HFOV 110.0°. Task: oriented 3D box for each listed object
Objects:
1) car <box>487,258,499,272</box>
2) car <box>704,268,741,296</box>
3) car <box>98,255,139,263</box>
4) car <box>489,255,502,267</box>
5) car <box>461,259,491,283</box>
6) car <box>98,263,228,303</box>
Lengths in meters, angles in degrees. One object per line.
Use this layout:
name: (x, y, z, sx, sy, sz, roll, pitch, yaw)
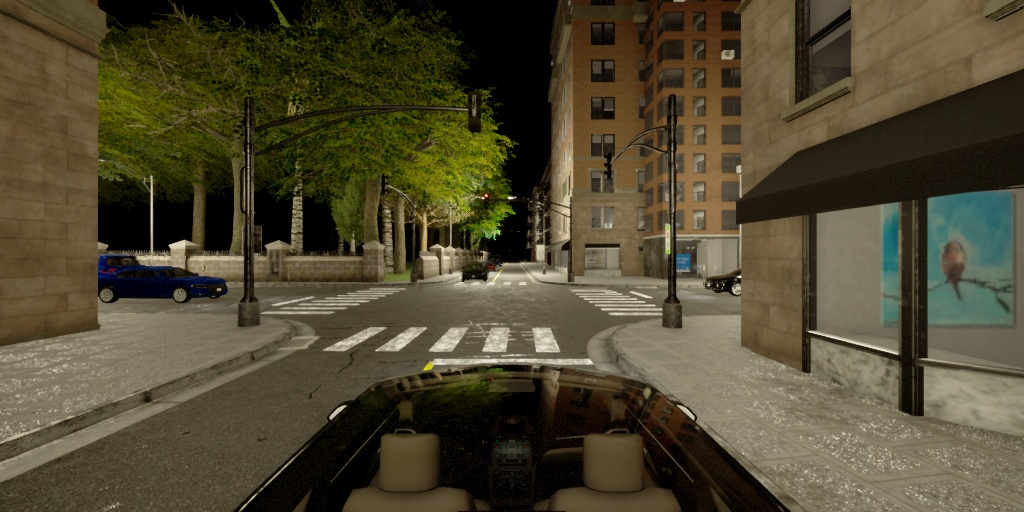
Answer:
car: (-3.040, 1.272, 44.583, 1.994, 1.385, 4.181, 0, 0, 0)
car: (12.689, 1.271, 18.705, 4.892, 1.490, 1.837, 0, 0, 1)
car: (-22.990, 0.947, 19.146, 5.566, 2.045, 2.150, 0, 0, 1)
car: (-2.977, 0.897, 61.858, 2.150, 2.045, 5.566, 0, 0, 0)
car: (-2.891, 1.215, 28.456, 1.882, 1.535, 5.008, 0, 0, -2)
car: (-15.472, 1.212, 15.883, 5.008, 1.535, 1.882, 0, 0, 0)
